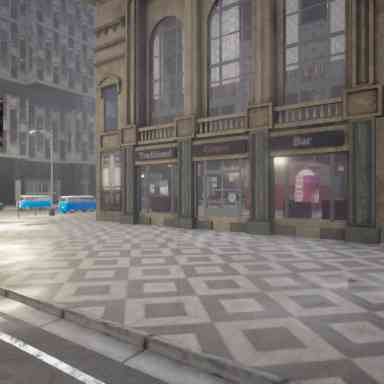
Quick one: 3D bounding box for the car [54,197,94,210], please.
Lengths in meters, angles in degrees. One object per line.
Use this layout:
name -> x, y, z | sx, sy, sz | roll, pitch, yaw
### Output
car -> -15.375, 1.466, 43.544 | 1.752, 1.417, 4.829 | 0, 0, 36

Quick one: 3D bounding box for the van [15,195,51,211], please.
van -> -18.549, 1.292, 39.116 | 1.690, 1.788, 3.998 | 0, 0, 36

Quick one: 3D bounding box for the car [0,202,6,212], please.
car -> -21.822, 1.513, 34.550 | 2.008, 1.369, 4.403 | 0, 0, 36

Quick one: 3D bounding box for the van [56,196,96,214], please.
van -> -11.619, 1.282, 34.150 | 1.690, 1.788, 3.998 | 0, 0, 36
